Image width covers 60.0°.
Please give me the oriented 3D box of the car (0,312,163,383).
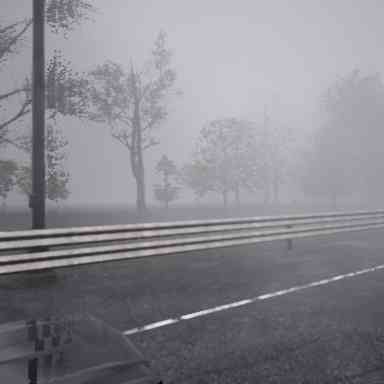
[{"bbox_3d":[-2.475,1.593,1.981,4.718,1.301,1.895,0,0,-35],"label":"car"}]
